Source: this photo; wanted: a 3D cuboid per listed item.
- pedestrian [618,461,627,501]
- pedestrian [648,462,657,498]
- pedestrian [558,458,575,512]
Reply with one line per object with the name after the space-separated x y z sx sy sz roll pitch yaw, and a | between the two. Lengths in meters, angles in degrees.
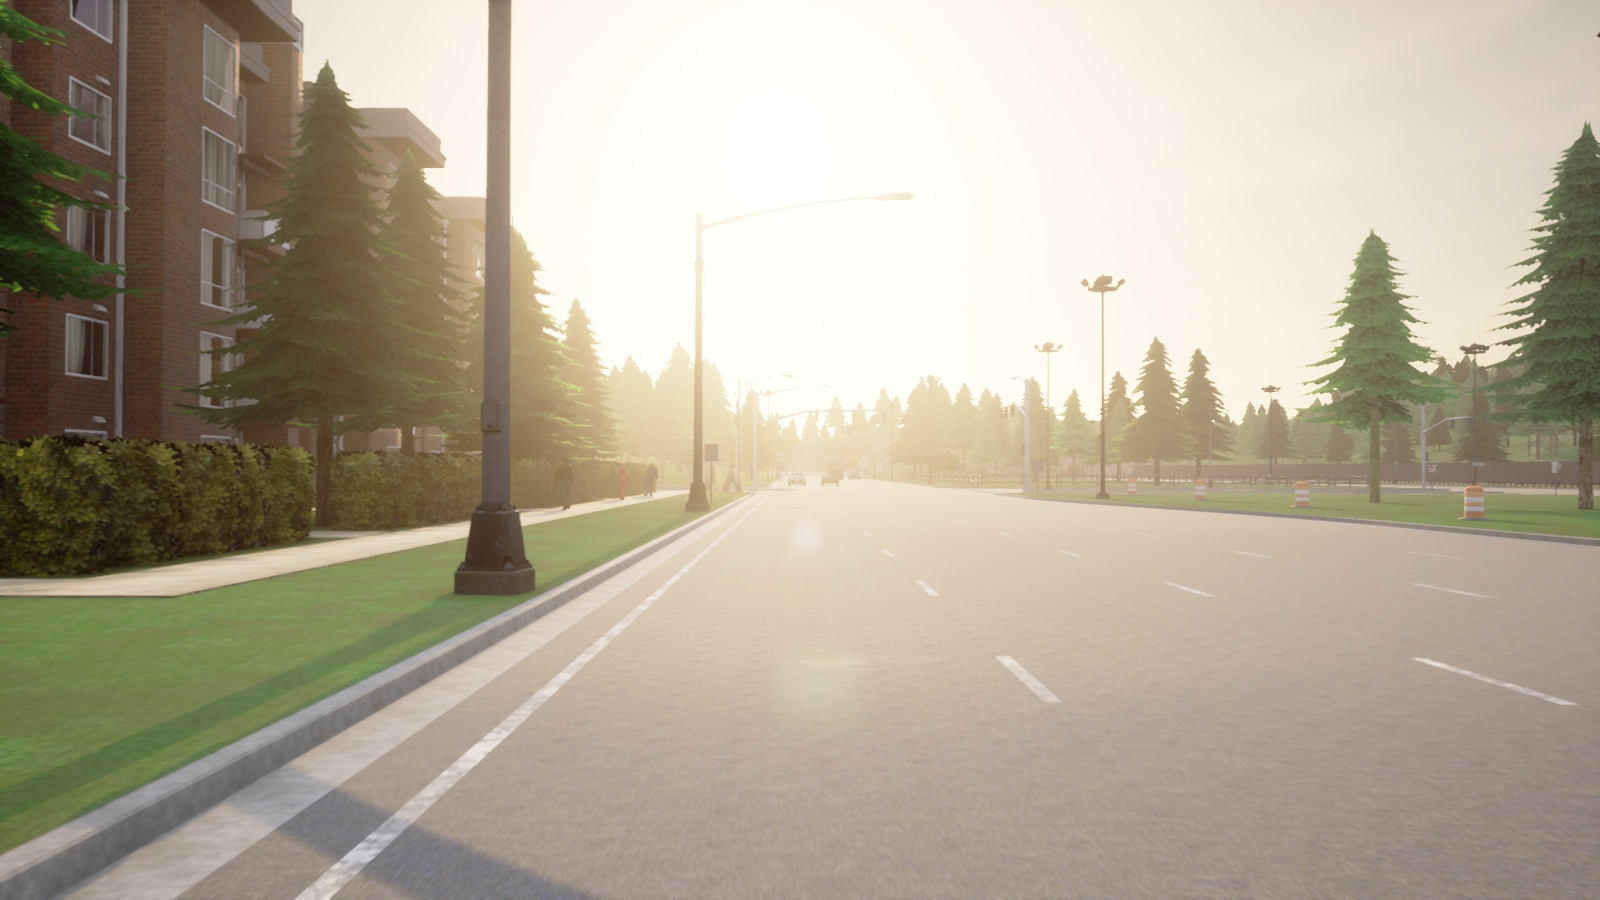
-8.210 1.450 58.167 0.345 1.836 0.594 0 -1 0 | pedestrian
-7.693 1.570 65.433 0.402 1.842 0.726 0 -1 0 | pedestrian
-8.042 1.199 43.217 0.431 1.840 0.703 0 -1 1 | pedestrian
